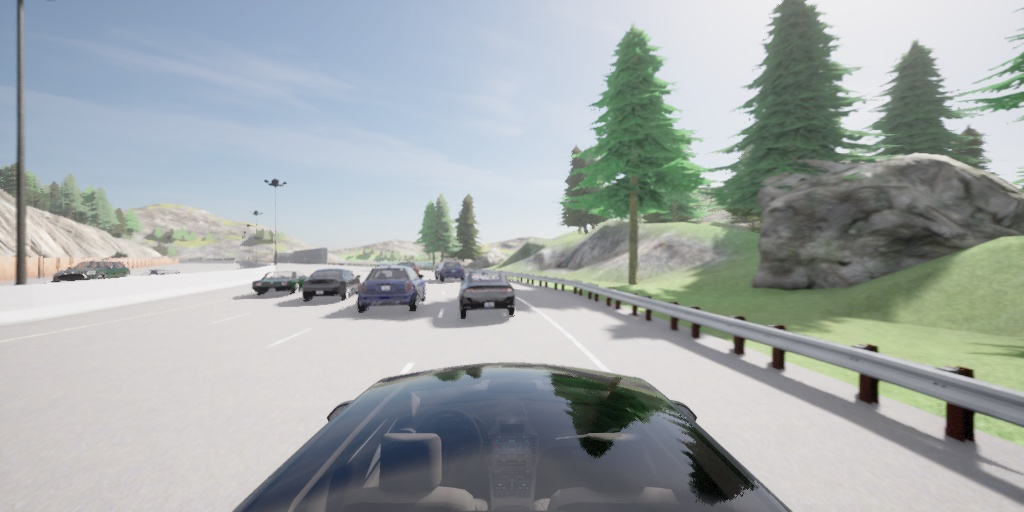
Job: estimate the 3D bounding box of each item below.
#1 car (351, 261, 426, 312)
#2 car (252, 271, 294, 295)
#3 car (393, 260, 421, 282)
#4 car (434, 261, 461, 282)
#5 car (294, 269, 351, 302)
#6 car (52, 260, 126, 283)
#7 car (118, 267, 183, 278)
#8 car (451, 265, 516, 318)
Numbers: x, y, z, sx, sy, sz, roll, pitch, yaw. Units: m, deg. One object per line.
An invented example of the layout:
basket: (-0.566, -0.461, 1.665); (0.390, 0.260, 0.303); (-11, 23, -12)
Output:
car: (-4.810, 1.174, 14.893); (2.097, 1.767, 4.553); (0, 0, -8)
car: (-13.145, 1.502, 20.975); (1.895, 1.301, 4.718); (0, 0, -14)
car: (-9.391, 1.253, 31.790); (2.097, 1.767, 4.553); (0, 0, -20)
car: (-5.439, 1.221, 31.079); (2.097, 1.767, 4.553); (0, 0, -19)
car: (-8.940, 1.366, 18.122); (1.837, 1.490, 4.892); (0, 0, -12)
car: (-29.093, 1.106, 25.031); (2.097, 1.767, 4.553); (0, 0, -22)
car: (-25.774, 1.611, 26.155); (1.895, 1.301, 4.718); (0, 0, -21)
car: (-1.022, 1.280, 13.306); (2.128, 1.511, 4.902); (0, 0, -8)
